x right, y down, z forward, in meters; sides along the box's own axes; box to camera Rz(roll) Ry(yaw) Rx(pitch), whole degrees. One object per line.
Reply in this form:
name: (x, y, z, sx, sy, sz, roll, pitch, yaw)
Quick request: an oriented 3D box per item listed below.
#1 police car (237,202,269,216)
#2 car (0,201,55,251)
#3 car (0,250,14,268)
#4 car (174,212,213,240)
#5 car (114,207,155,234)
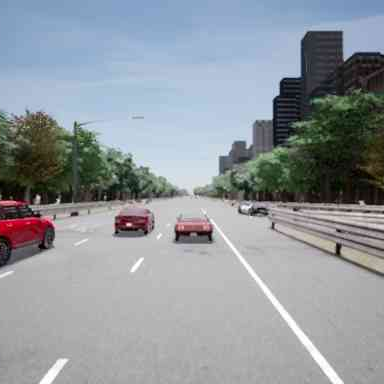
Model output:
police car: (6.796, 1.883, 37.921, 2.038, 1.542, 4.974, 0, -1, -17)
car: (-6.912, 1.323, 11.810, 2.150, 2.045, 5.566, 0, 0, 0)
car: (-3.404, 1.546, 2.271, 1.812, 1.442, 4.674, 0, 0, 0)
car: (0.079, 1.755, 18.046, 1.895, 1.301, 4.718, 0, -1, 0)
car: (-3.424, 1.656, 20.520, 1.882, 1.535, 5.008, 0, -1, 0)
